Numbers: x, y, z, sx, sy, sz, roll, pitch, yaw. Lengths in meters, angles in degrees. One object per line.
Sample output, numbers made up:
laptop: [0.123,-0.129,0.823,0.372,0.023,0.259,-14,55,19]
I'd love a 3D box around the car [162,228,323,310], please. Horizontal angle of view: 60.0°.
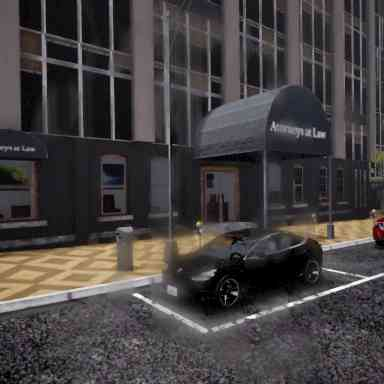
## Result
car: [1.348,1.564,7.830,4.313,1.339,1.947,0,-1,-37]

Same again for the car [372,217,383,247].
car: [9.620,1.310,14.038,5.009,1.841,2.192,0,-1,-37]
